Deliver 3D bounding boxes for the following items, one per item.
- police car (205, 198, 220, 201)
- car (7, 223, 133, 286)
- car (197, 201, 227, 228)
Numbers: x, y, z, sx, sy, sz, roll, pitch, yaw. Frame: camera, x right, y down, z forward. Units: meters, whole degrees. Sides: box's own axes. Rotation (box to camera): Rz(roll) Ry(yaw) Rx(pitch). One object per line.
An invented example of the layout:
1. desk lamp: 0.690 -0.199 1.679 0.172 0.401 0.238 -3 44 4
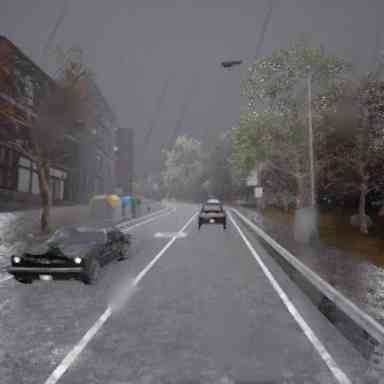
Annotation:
1. police car: 2.618 1.619 41.721 1.930 1.638 5.238 0 0 3
2. car: -3.185 1.649 9.746 1.895 1.301 4.718 0 0 4
3. car: 1.408 1.594 23.058 2.128 1.511 4.902 0 0 4
